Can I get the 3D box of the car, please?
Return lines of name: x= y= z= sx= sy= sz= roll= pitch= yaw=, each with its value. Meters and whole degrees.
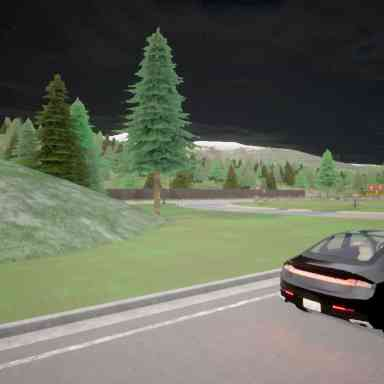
car: x=3.780 y=1.491 z=6.424 sx=4.902 sy=1.511 sz=2.128 roll=0 pitch=0 yaw=-35
